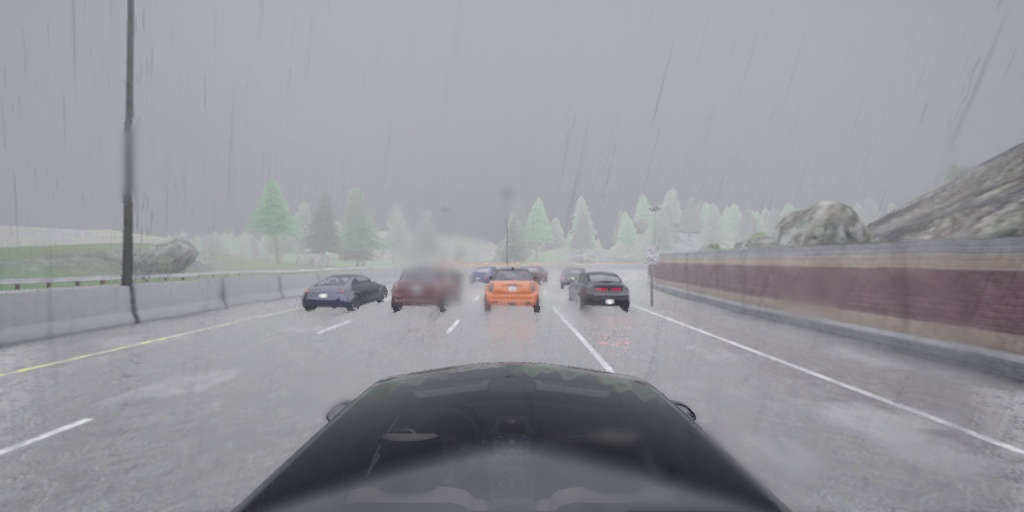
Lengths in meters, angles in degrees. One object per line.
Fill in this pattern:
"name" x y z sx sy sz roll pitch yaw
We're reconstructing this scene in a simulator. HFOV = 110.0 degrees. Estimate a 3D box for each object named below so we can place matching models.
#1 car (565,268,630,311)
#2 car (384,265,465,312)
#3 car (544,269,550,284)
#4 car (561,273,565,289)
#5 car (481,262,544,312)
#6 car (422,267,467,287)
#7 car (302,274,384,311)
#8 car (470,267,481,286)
"car" 3.576 1.402 15.250 1.837 1.490 4.892 0 0 2
"car" -3.417 1.247 15.259 2.097 1.767 4.553 0 -1 2
"car" 1.735 1.514 28.289 1.882 1.535 5.008 0 0 17
"car" 4.640 1.558 25.876 2.033 1.411 5.357 0 -1 14
"car" 0.082 1.247 15.259 2.097 1.767 4.553 0 -1 2
"car" -5.345 1.609 29.011 1.994 1.385 4.181 0 -1 16
"car" -6.919 1.460 15.271 1.994 1.385 4.181 0 -1 2
"car" -1.800 1.566 28.695 1.812 1.442 4.674 0 0 16
